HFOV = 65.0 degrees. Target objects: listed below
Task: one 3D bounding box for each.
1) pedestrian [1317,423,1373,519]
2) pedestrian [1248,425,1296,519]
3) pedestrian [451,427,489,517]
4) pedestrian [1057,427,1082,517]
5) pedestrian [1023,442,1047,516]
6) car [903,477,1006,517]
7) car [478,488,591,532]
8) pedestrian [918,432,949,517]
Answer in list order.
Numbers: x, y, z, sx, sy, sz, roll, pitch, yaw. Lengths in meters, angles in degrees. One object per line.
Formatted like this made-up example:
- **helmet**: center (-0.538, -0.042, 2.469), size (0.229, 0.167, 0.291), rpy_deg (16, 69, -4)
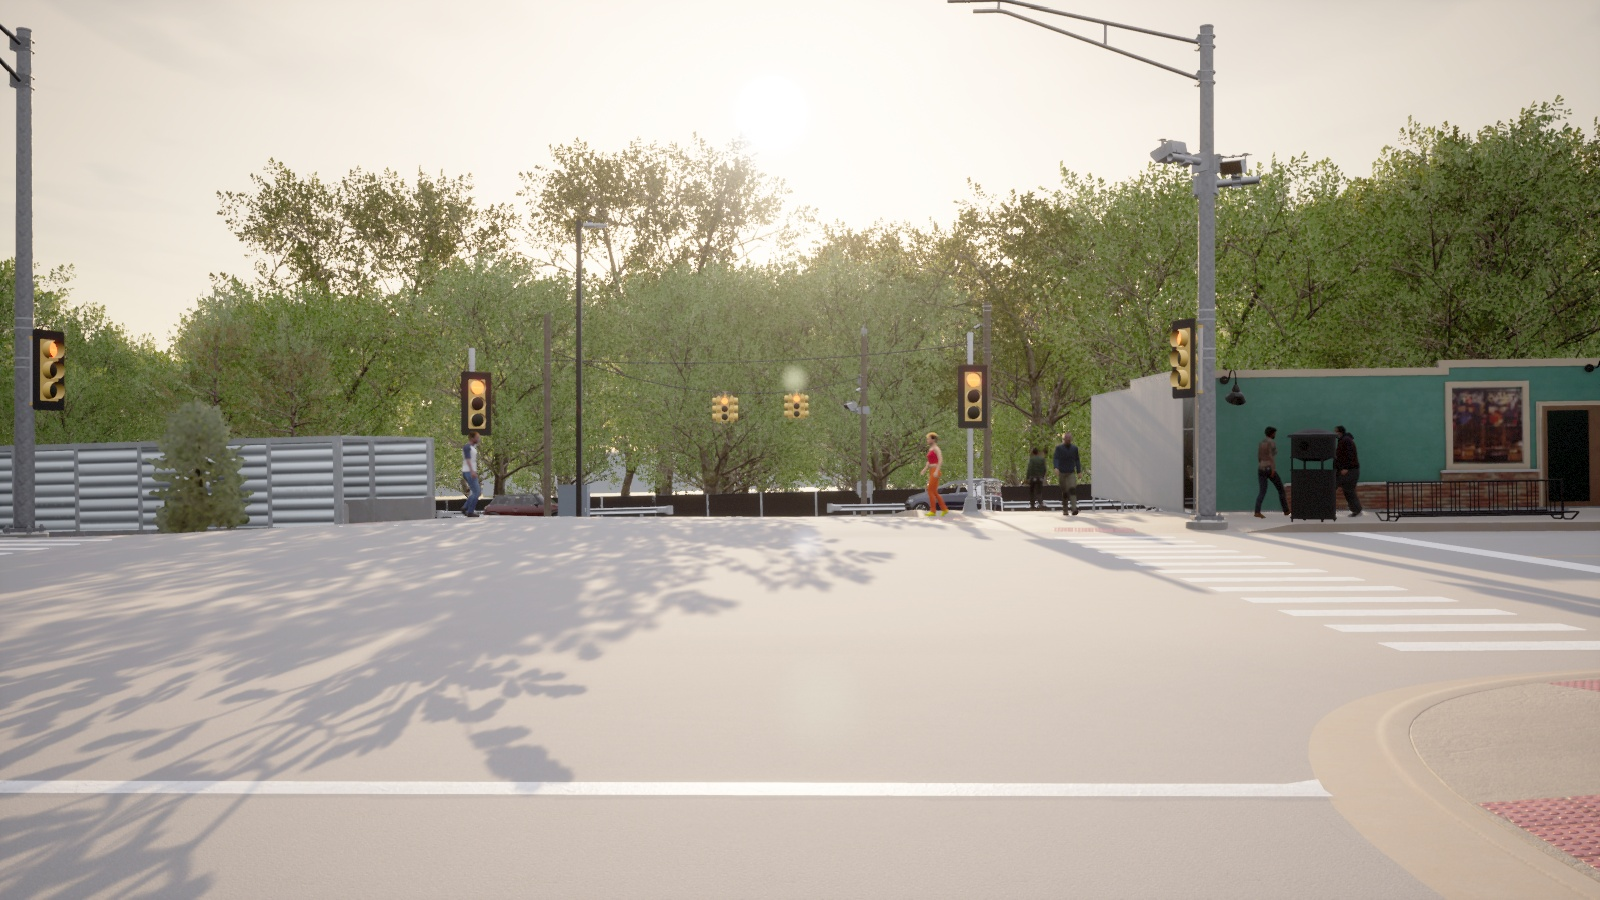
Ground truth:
- **pedestrian**: center (10.600, 0.404, 24.453), size (0.899, 1.844, 0.634), rpy_deg (0, 0, 12)
- **pedestrian**: center (9.210, 0.427, 24.524), size (0.869, 1.805, 0.328), rpy_deg (0, 0, -20)
- **pedestrian**: center (-6.784, 0.440, 25.836), size (0.706, 1.836, 0.354), rpy_deg (0, 0, -7)
- **pedestrian**: center (5.595, 0.459, 26.068), size (0.402, 1.842, 0.726), rpy_deg (0, 0, 3)
- **pedestrian**: center (6.259, 0.769, 33.496), size (0.423, 1.949, 0.788), rpy_deg (0, 0, -6)
- **car**: center (7.189, 2.190, 58.496), size (4.611, 1.667, 2.242), rpy_deg (-2, 0, 8)
- **car**: center (-12.076, 2.724, 57.305), size (4.553, 1.767, 2.097), rpy_deg (-2, 0, 6)
- **pedestrian**: center (2.903, 0.523, 27.294), size (0.594, 1.836, 0.345), rpy_deg (0, 0, -6)
